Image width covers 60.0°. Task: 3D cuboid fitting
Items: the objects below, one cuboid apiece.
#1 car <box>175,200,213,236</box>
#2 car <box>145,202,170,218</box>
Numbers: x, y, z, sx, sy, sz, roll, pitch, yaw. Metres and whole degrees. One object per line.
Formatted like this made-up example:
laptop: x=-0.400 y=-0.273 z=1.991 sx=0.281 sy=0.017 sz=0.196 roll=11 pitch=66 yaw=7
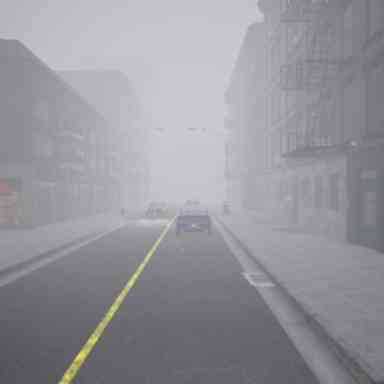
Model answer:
car: x=0.102 y=1.446 z=18.373 sx=1.882 sy=1.535 sz=5.008 roll=0 pitch=0 yaw=0
car: x=-3.093 y=1.547 z=30.014 sx=1.895 sy=1.301 sz=4.718 roll=0 pitch=0 yaw=0
